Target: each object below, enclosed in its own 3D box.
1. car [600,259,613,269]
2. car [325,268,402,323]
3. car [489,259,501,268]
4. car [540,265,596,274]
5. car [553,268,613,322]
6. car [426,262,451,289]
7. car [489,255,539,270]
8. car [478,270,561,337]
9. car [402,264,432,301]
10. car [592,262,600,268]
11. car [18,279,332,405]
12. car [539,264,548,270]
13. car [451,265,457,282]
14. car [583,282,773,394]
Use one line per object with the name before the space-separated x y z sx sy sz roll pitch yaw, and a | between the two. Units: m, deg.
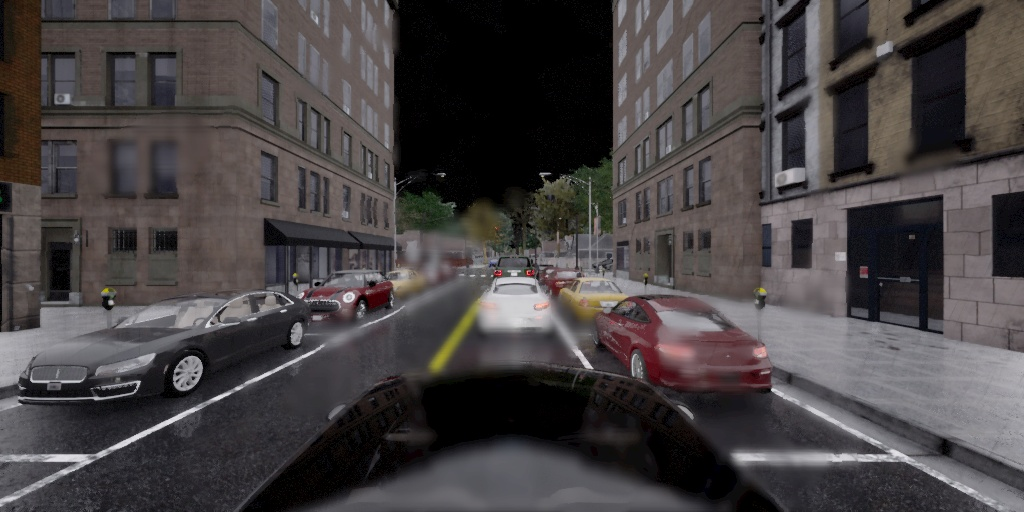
car | 14.496 1.242 48.198 4.181 1.385 1.994 0 0 0
car | -5.386 1.192 11.927 1.967 1.591 4.097 0 0 0
car | -3.059 1.281 64.277 1.882 1.535 5.008 0 0 0
car | 2.642 1.300 17.445 1.888 1.381 4.507 0 0 0
car | 2.640 1.278 12.097 1.751 1.417 4.829 0 0 0
car | -5.382 1.198 22.964 1.967 1.591 4.097 0 0 0
car | 0.105 0.978 19.891 2.150 2.045 5.566 0 0 0
car | 0.101 1.277 10.129 1.812 1.442 4.674 0 0 0
car | -5.384 1.280 17.275 1.751 1.417 4.829 0 0 0
car | 13.993 1.186 51.439 4.892 1.490 1.837 0 0 1
car | -5.387 1.301 6.408 2.007 1.370 4.403 0 0 0
car | 2.644 1.340 22.963 1.802 1.307 4.207 0 0 0
car | -5.380 1.343 28.483 1.802 1.307 4.207 0 0 0
car | 2.638 1.332 6.409 1.802 1.307 4.207 0 0 0
